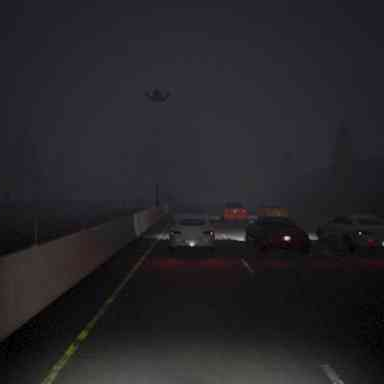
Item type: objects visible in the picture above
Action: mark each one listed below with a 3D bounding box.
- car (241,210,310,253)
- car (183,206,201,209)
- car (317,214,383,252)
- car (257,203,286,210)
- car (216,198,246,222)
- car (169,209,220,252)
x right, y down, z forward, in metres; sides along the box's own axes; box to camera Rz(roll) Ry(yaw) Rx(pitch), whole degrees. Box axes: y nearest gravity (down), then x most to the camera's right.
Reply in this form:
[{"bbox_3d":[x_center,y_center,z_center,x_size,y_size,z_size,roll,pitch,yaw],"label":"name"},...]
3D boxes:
[{"bbox_3d":[3.511,1.700,14.291,1.994,1.385,4.181,0,0,0],"label":"car"},{"bbox_3d":[0.012,1.876,29.108,1.895,1.301,4.718,0,-1,0],"label":"car"},{"bbox_3d":[7.011,1.663,14.380,1.812,1.442,4.674,0,0,0],"label":"car"},{"bbox_3d":[7.016,1.757,29.487,1.882,1.535,5.008,0,0,0],"label":"car"},{"bbox_3d":[3.513,1.626,29.087,2.097,1.767,4.553,0,-1,0],"label":"car"},{"bbox_3d":[0.011,1.662,14.376,1.812,1.442,4.674,0,0,0],"label":"car"}]
